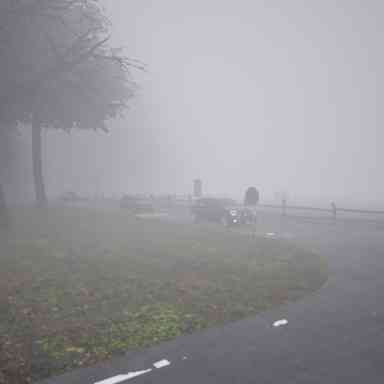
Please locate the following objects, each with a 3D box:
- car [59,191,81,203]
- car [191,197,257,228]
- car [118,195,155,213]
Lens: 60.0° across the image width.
[{"bbox_3d":[-17.437,0.642,47.594,2.097,1.767,4.553,-1,1,-35],"label":"car"},{"bbox_3d":[1.886,1.129,20.703,2.097,1.767,4.553,-1,2,-36],"label":"car"},{"bbox_3d":[-5.220,1.084,30.563,1.837,1.490,4.892,-1,2,-36],"label":"car"}]
